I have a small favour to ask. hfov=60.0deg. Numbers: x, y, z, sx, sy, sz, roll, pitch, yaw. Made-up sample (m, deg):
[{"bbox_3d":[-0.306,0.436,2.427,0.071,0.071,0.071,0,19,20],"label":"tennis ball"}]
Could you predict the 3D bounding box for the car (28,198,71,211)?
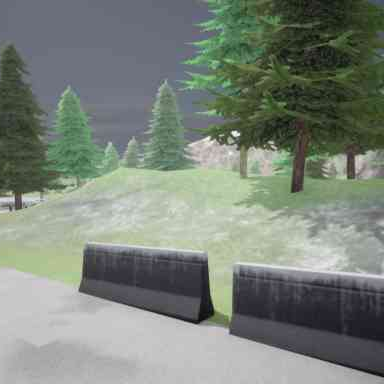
[{"bbox_3d":[-17.118,1.474,39.356,4.181,1.385,1.994,0,0,-43],"label":"car"}]
